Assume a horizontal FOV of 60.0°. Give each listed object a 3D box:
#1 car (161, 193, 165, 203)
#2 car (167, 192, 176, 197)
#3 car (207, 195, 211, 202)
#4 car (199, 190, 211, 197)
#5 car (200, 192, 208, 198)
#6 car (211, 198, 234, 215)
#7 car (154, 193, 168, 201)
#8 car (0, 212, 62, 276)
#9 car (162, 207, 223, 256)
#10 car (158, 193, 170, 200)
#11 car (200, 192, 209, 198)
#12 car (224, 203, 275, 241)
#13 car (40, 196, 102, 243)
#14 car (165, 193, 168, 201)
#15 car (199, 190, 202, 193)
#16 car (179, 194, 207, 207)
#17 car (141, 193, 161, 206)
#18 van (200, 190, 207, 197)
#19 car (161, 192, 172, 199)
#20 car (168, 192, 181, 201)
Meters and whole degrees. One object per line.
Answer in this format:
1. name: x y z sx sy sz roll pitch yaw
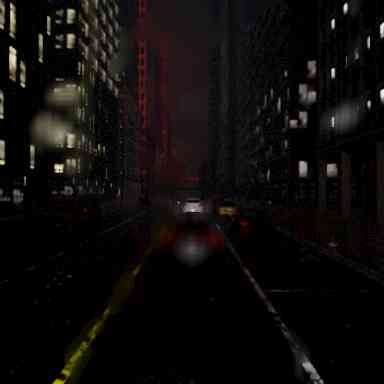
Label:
1. car: -5.552 1.026 48.924 2.008 1.369 4.403 1 1 0
2. car: -5.413 0.612 87.948 2.008 1.369 4.403 1 1 0
3. car: 2.768 1.219 32.239 1.947 1.339 4.313 1 1 0
4. car: 2.888 0.841 65.700 1.887 1.381 4.507 1 1 0
5. car: 2.947 0.700 82.431 1.802 1.307 4.206 1 1 0
6. car: 2.750 1.236 26.832 1.752 1.417 4.829 1 1 0
7. car: -5.512 0.908 60.074 2.008 1.369 4.403 1 1 0
8. car: -5.692 1.475 9.901 1.802 1.307 4.206 1 1 0
9. car: 0.033 1.466 12.427 1.895 1.301 4.718 0 1 1
10. car: -5.493 0.864 65.649 1.947 1.339 4.313 1 1 0
11. car: 2.928 0.743 76.854 1.947 1.339 4.313 1 1 0
12. car: 2.708 1.414 15.508 1.802 1.307 4.206 1 1 0
13. car: -5.667 1.149 15.473 2.192 1.841 5.009 1 1 0
14. car: -5.532 0.961 54.499 1.887 1.381 4.507 1 1 0
15. car: 2.912 0.552 71.275 2.192 1.841 5.009 1 1 0
16. car: 0.103 1.216 28.774 1.812 1.442 4.674 0 1 1
17. car: -5.572 1.080 43.349 1.887 1.381 4.507 1 1 0
18. van: 2.972 0.401 88.005 1.690 1.788 3.998 1 1 0
19. car: -5.473 0.783 71.224 1.887 1.381 4.507 1 1 0
20. car: -2.883 0.916 58.894 2.033 1.411 5.357 0 1 1
